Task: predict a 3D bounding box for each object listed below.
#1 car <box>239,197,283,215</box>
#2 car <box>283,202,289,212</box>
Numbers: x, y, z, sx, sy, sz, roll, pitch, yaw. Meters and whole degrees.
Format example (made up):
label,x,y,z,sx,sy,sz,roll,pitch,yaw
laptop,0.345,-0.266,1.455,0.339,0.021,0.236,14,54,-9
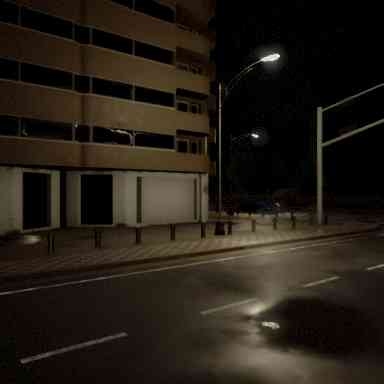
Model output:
label,x,y,z,sx,sy,sz,roll,pitch,yaw
car,6.939,1.579,35.207,1.812,1.442,4.674,0,0,-36
car,8.934,1.404,38.391,2.097,1.767,4.553,0,0,-36
